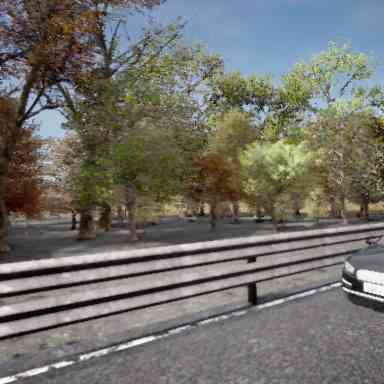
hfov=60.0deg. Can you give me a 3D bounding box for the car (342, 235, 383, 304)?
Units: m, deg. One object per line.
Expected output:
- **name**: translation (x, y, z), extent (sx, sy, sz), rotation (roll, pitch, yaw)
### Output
- **car**: translation (5.309, 1.501, 7.469), extent (4.902, 1.511, 2.128), rotation (0, 0, -35)
